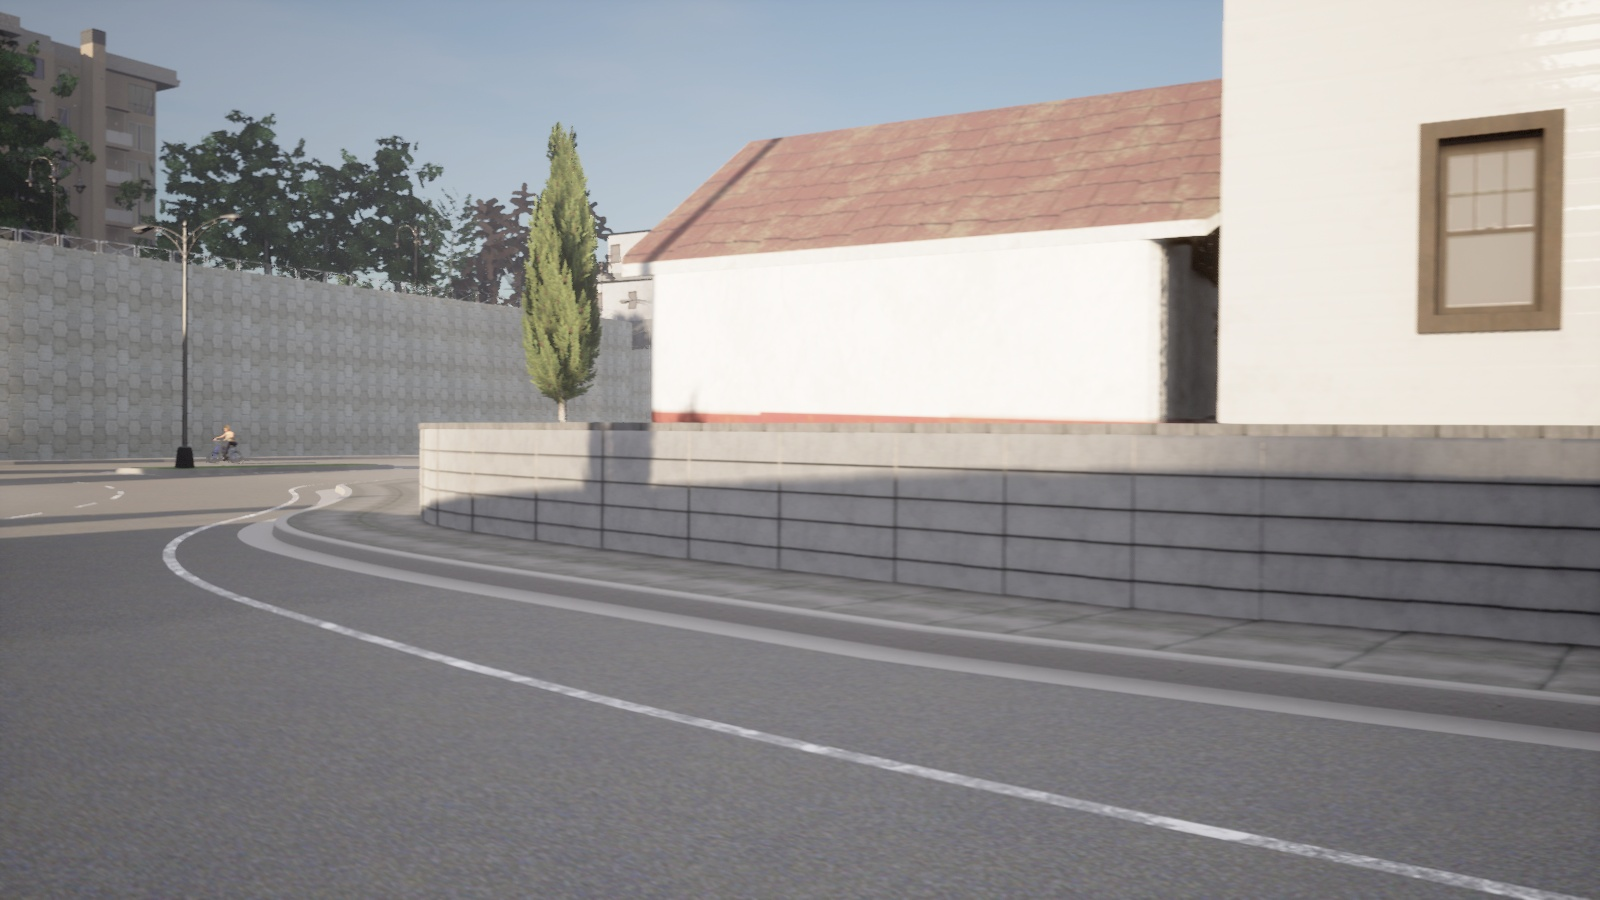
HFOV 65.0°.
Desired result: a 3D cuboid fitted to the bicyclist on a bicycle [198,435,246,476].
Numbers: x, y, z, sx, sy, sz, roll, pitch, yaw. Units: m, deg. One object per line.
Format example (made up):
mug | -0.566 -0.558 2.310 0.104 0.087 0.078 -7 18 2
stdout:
bicyclist on a bicycle | -23.491 0.214 51.028 0.866 1.612 1.509 0 1 33
